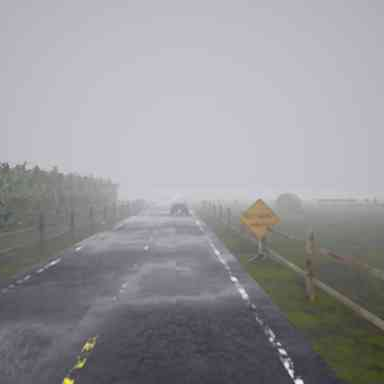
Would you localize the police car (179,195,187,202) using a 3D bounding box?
[{"bbox_3d":[-2.228,1.555,80.230,1.930,1.638,5.238,-1,0,-2],"label":"police car"}]

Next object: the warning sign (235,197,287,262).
[{"bbox_3d":[2.083,1.112,10.241,1.300,1.860,1.060,-1,0,-2],"label":"warning sign"}]

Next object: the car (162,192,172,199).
[{"bbox_3d":[-5.892,1.097,78.842,2.150,2.045,5.566,-1,0,-2],"label":"car"}]

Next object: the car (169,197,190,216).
[{"bbox_3d":[-1.262,1.570,33.995,1.837,1.490,4.892,-1,0,-2],"label":"car"}]

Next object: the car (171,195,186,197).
[{"bbox_3d":[-1.856,1.616,48.554,1.812,1.442,4.674,-1,0,-2],"label":"car"}]
